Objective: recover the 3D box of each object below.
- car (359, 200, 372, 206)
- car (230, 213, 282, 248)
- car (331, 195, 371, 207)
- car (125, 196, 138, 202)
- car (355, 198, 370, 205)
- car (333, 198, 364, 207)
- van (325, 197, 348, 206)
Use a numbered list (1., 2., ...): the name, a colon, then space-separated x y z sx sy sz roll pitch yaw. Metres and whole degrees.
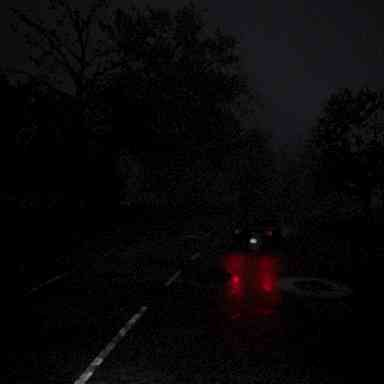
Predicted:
1. car: 43.240 2.724 83.164 1.895 1.301 4.718 1 -3 15
2. car: 3.091 1.628 15.163 1.895 1.301 4.718 1 0 18
3. car: 28.333 1.608 59.051 5.566 2.045 2.435 1 -1 15
4. car: -13.621 1.591 72.544 1.895 1.301 4.718 1 -1 13
5. car: 37.131 2.058 72.693 1.882 1.535 5.008 1 -2 15
6. car: 28.975 1.912 61.636 4.892 1.521 2.231 1 -1 14
7. van: 32.623 2.065 75.118 4.442 1.987 1.878 1 -2 15
